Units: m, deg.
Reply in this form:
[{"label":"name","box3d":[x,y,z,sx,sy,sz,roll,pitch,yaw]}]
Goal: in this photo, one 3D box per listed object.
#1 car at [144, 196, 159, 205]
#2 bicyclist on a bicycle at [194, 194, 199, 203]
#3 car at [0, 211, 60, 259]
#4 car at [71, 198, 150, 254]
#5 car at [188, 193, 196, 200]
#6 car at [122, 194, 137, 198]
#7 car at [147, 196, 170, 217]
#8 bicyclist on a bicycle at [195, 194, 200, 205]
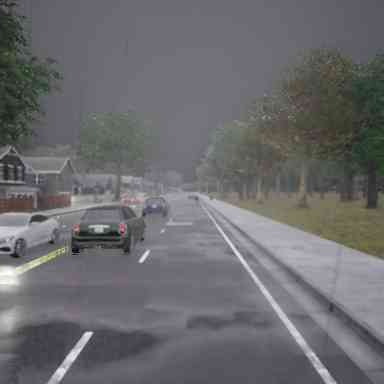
[{"label":"car","box3d":[-6.556,1.361,54.248,1.994,1.385,4.181,0,0,1]},{"label":"bicyclist on a bicycle","box3d":[0.896,1.208,61.154,0.866,1.612,1.509,0,0,0]},{"label":"car","box3d":[-6.586,1.479,12.593,1.812,1.442,4.674,0,0,0]},{"label":"car","box3d":[-3.151,1.303,13.391,2.097,1.767,4.553,0,0,0]},{"label":"car","box3d":[0.005,1.219,81.490,1.812,1.442,4.674,0,0,0]},{"label":"car","box3d":[-9.811,1.157,52.585,2.097,1.767,4.553,0,0,0]},{"label":"car","box3d":[-3.149,1.241,29.959,2.097,1.767,4.553,0,0,0]},{"label":"bicyclist on a bicycle","box3d":[0.898,1.258,52.136,0.582,1.620,1.656,0,0,0]}]
